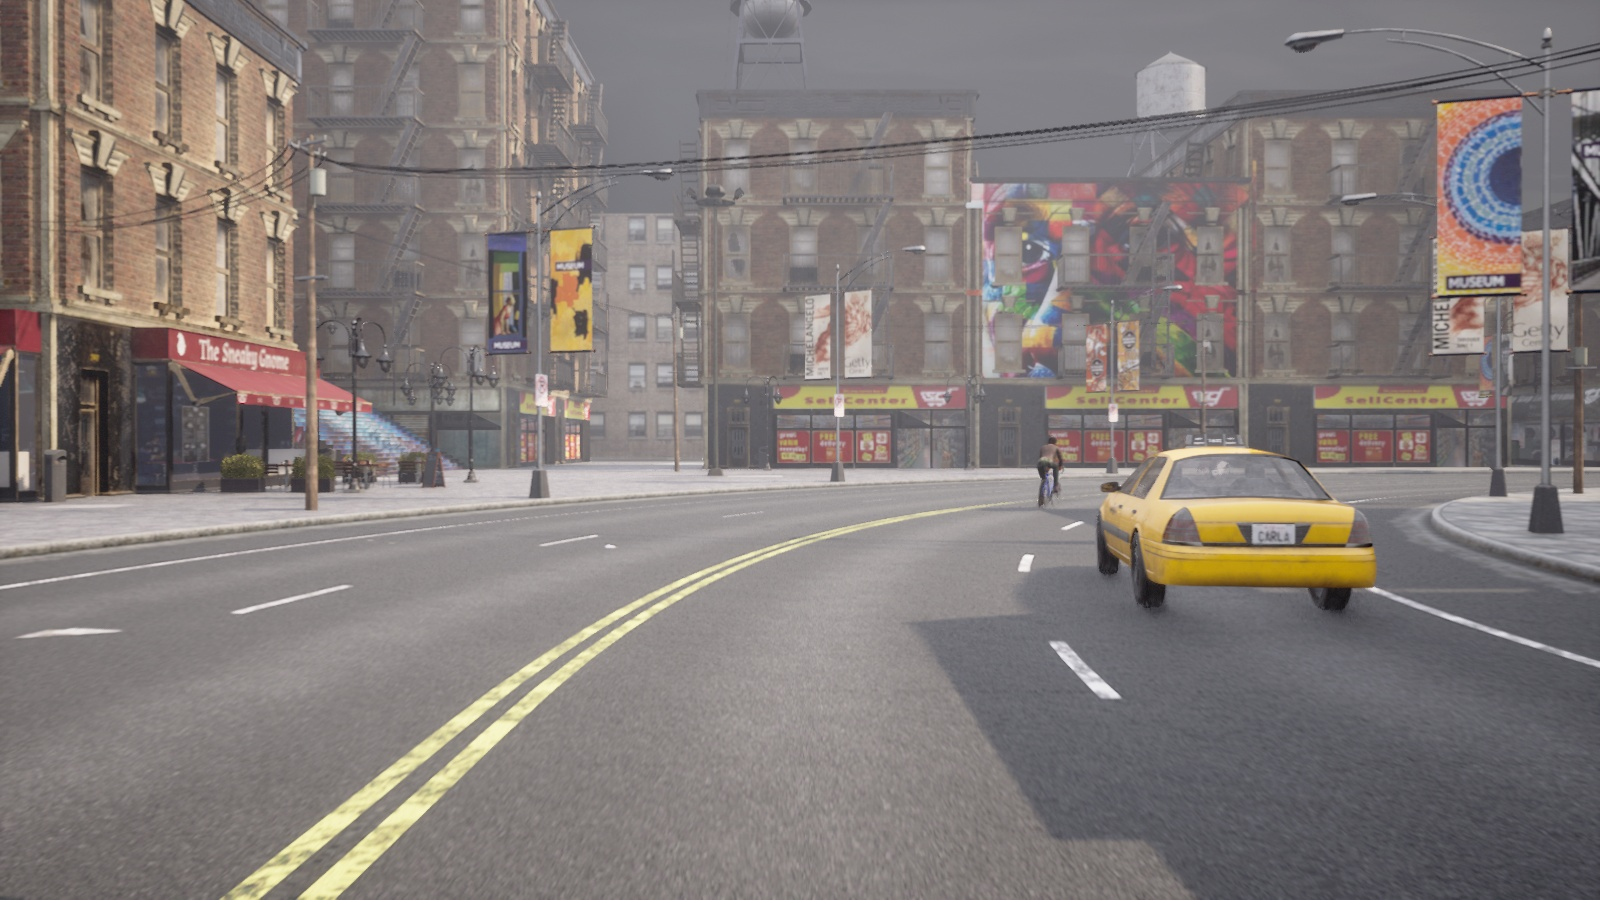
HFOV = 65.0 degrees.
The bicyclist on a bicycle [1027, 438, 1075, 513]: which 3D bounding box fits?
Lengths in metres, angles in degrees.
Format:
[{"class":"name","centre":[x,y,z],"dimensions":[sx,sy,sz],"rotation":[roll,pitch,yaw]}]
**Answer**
[{"class":"bicyclist on a bicycle","centre":[5.619,0.546,28.052],"dimensions":[0.582,1.620,1.656],"rotation":[1,0,27]}]

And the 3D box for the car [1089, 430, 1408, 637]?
[{"class":"car","centre":[4.057,0.619,12.341],"dimensions":[1.801,1.575,5.366],"rotation":[0,0,7]}]
